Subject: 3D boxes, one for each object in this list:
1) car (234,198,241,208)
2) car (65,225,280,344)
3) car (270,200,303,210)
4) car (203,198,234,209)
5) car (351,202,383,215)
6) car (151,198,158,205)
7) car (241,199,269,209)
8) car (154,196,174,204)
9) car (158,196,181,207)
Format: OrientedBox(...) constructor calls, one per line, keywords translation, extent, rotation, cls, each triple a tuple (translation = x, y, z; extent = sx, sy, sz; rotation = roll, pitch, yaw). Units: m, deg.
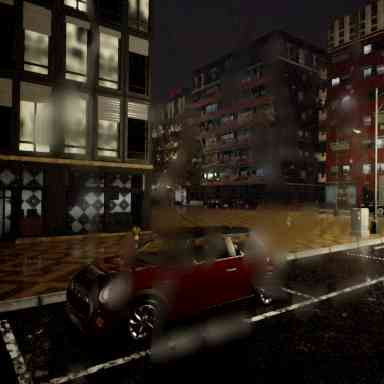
OrientedBox(translation=(6.824, 1.725, 55.244), extent=(1.967, 1.590, 4.097), rotation=(1, -1, -35), cls="car")
OrientedBox(translation=(-0.237, 1.441, 6.372), extent=(4.097, 1.590, 1.967), rotation=(0, 1, -35), cls="car")
OrientedBox(translation=(13.362, 1.806, 45.976), extent=(1.802, 1.307, 4.206), rotation=(1, -1, -35), cls="car")
OrientedBox(translation=(3.243, 1.677, 45.783), extent=(2.008, 1.369, 4.403), rotation=(1, -1, -35), cls="car")
OrientedBox(translation=(19.901, 1.730, 36.710), extent=(1.947, 1.339, 4.313), rotation=(1, -1, -35), cls="car")
OrientedBox(translation=(-6.565, 1.763, 59.683), extent=(1.887, 1.381, 4.507), rotation=(1, -1, -35), cls="car")
OrientedBox(translation=(10.093, 1.800, 50.610), extent=(1.887, 1.381, 4.507), rotation=(1, -1, -35), cls="car")
OrientedBox(translation=(-6.253, 1.724, 73.779), extent=(2.192, 1.841, 5.009), rotation=(1, -1, -35), cls="car")
OrientedBox(translation=(-3.296, 1.733, 55.050), extent=(1.887, 1.381, 4.507), rotation=(1, -1, -35), cls="car")
